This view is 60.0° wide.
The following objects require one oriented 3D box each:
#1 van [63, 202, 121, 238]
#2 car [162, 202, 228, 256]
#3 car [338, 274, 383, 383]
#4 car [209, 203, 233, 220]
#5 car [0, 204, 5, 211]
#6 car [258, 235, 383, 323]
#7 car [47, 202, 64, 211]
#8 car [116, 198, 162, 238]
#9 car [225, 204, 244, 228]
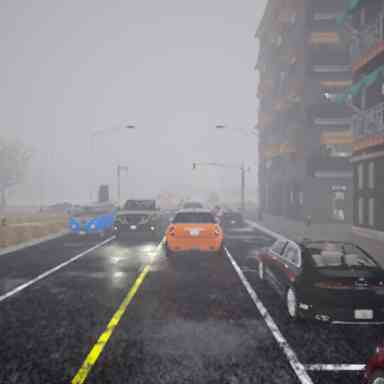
[{"bbox_3d":[-5.343,1.478,18.260,1.690,1.788,3.998,0,0,0],"label":"van"},{"bbox_3d":[0.093,1.454,13.685,2.097,1.767,4.553,0,-1,0],"label":"car"},{"bbox_3d":[2.568,1.595,1.628,1.802,1.307,4.206,0,0,0],"label":"car"},{"bbox_3d":[2.696,1.782,31.662,1.887,1.381,4.507,0,0,0],"label":"car"},{"bbox_3d":[-31.672,2.346,52.327,4.206,1.307,1.802,-1,0,-1],"label":"car"},{"bbox_3d":[2.568,1.605,7.155,2.008,1.369,4.403,0,0,0],"label":"car"},{"bbox_3d":[-20.590,2.214,52.464,4.206,1.307,1.802,-1,0,-1],"label":"car"},{"bbox_3d":[-2.848,1.363,18.893,2.150,2.045,5.566,0,0,0],"label":"car"},{"bbox_3d":[2.665,1.729,23.733,2.008,1.369,4.403,0,0,0],"label":"car"}]
